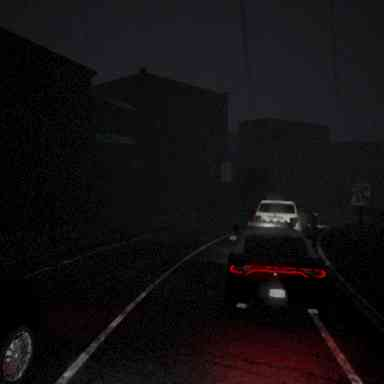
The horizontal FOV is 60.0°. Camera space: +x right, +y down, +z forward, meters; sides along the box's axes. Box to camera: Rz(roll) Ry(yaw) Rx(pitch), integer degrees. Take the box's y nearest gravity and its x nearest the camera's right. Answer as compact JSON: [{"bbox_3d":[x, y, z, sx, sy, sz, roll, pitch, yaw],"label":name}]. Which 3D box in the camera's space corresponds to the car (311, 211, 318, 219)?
[{"bbox_3d":[7.089,1.745,22.092,1.837,1.490,4.892,2,0,29],"label":"car"}]

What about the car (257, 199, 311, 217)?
[{"bbox_3d":[4.631,1.384,16.997,2.150,2.045,5.566,2,0,22],"label":"car"}]

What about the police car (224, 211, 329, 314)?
[{"bbox_3d":[1.905,1.488,8.024,1.930,1.638,5.238,1,0,11],"label":"police car"}]

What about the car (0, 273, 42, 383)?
[{"bbox_3d":[-3.024,1.525,2.679,1.812,1.442,4.674,0,0,5],"label":"car"}]

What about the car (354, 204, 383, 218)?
[{"bbox_3d":[20.992,2.139,38.725,5.008,1.535,1.882,2,2,-33],"label":"car"}]
